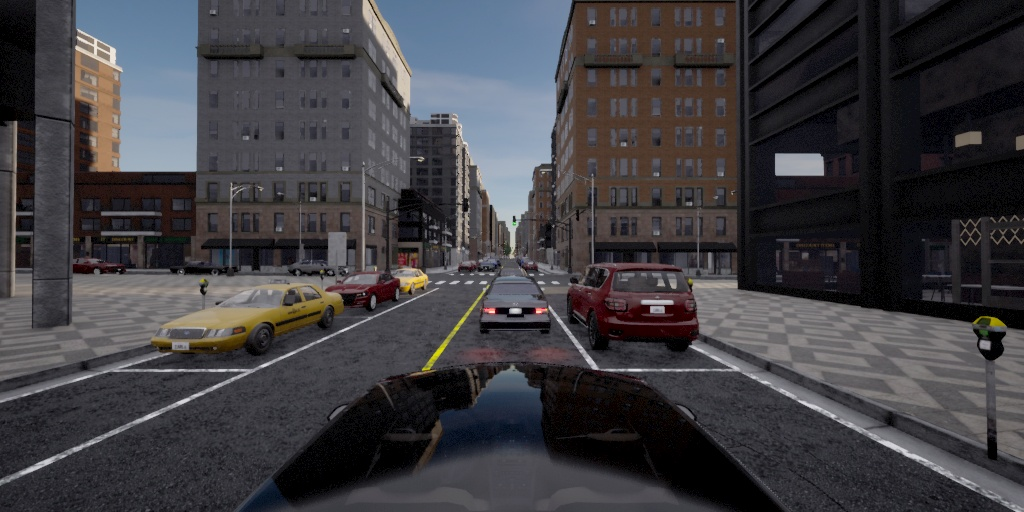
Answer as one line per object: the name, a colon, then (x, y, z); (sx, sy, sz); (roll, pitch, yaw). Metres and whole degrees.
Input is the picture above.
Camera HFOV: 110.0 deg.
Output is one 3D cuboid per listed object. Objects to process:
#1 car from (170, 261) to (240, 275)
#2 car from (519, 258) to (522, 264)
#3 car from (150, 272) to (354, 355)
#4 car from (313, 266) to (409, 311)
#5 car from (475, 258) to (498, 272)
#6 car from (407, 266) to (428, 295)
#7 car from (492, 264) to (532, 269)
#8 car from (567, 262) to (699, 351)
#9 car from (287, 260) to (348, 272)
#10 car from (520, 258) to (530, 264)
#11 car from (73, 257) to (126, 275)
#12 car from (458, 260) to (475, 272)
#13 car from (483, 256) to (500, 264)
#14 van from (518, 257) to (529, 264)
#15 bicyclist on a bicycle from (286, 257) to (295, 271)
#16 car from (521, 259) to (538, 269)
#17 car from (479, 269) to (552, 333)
car: (-26.761, 1.112, 31.346); (4.718, 1.301, 1.895); (1, -1, 0)
car: (2.470, 1.346, 58.564); (1.802, 1.307, 4.207); (0, 0, 0)
car: (-5.881, 1.277, 8.758); (1.751, 1.417, 4.829); (0, 0, 0)
car: (-5.902, 1.298, 14.553); (1.888, 1.381, 4.507); (0, 0, 0)
car: (-3.263, 1.325, 46.528); (1.994, 1.385, 4.181); (0, 0, -1)
car: (-5.921, 1.279, 20.007); (1.751, 1.417, 4.829); (0, 0, 0)
car: (0.004, 1.355, 21.506); (1.895, 1.301, 4.718); (0, 0, 0)
car: (2.644, 1.066, 8.949); (2.192, 1.841, 5.009); (0, 0, 0)
car: (-16.864, 1.092, 31.321); (4.902, 1.511, 2.128); (1, -1, 0)
car: (2.490, 1.344, 52.891); (1.802, 1.307, 4.207); (0, 0, 0)
car: (-36.856, 0.897, 31.382); (5.008, 1.535, 1.882); (1, -1, 0)
car: (-6.016, 1.306, 47.197); (1.888, 1.381, 4.507); (0, 0, 0)
car: (-3.282, 1.241, 56.562); (1.882, 1.535, 5.008); (0, 0, 0)
van: (2.450, 1.108, 64.238); (1.690, 1.789, 3.998); (0, 0, 0)
bicyclist on a bicycle: (-23.138, 0.909, 37.578); (0.582, 1.620, 1.656); (0, 0, 0)
car: (2.510, 1.343, 47.218); (1.802, 1.307, 4.207); (0, 0, 0)
car: (0.060, 1.299, 10.679); (2.033, 1.411, 5.357); (0, 0, 0)
